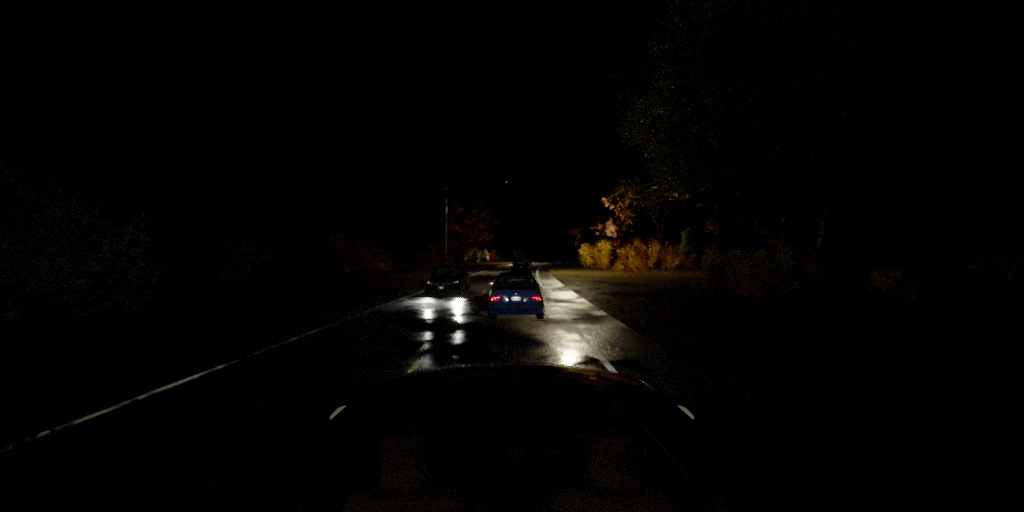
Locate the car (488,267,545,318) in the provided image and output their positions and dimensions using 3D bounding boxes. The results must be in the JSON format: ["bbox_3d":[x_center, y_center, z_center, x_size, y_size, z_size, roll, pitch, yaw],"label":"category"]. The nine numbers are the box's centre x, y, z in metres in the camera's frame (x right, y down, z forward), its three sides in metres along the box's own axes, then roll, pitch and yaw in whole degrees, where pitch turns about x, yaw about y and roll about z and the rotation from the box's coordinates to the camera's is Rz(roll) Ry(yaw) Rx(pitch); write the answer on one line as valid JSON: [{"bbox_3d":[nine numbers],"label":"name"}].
[{"bbox_3d":[0.147,1.298,13.018,2.033,1.411,5.357,0,0,1],"label":"car"}]

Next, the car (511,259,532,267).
[{"bbox_3d":[1.052,1.098,37.646,2.097,1.767,4.553,0,0,3],"label":"car"}]

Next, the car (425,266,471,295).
[{"bbox_3d":[-3.408,1.277,19.824,1.812,1.442,4.674,0,0,1],"label":"car"}]
